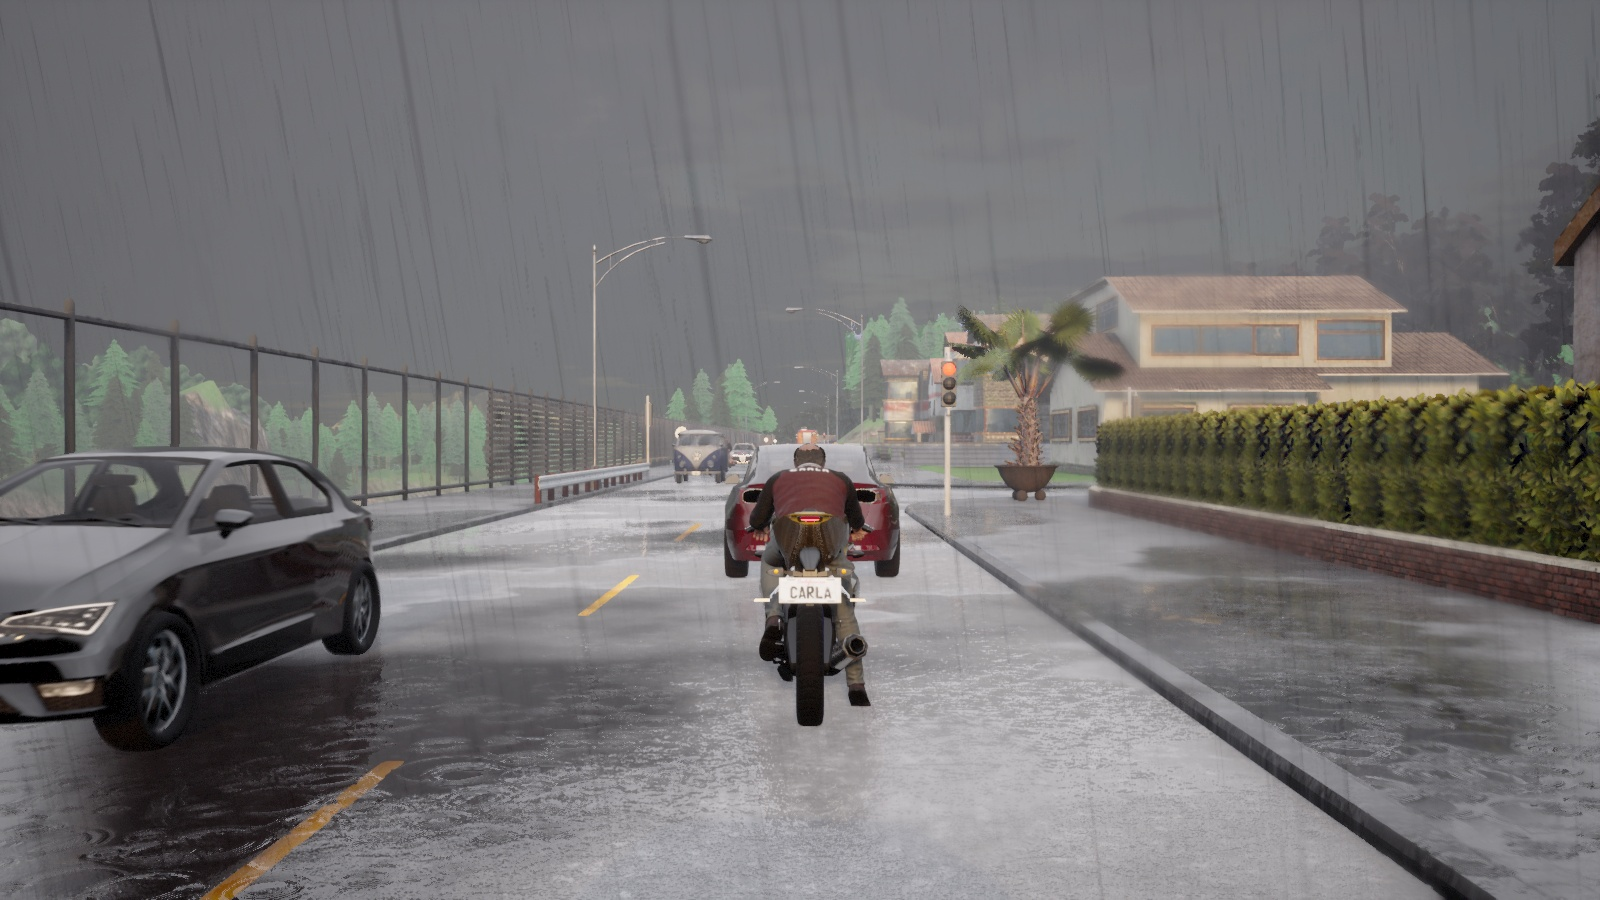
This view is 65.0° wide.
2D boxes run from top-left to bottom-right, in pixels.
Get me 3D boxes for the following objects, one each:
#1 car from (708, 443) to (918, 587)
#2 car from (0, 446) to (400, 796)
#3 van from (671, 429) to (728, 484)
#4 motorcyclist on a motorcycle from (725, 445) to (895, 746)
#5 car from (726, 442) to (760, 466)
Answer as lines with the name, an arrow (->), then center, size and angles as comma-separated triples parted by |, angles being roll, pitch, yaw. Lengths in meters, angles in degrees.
car -> 0.124, 0.660, 15.372 | 2.163, 1.488, 4.792 | 0, 0, 0
car -> -3.944, 0.715, 7.410 | 1.816, 1.474, 4.193 | 0, 0, 0
van -> -3.723, 0.229, 47.275 | 1.775, 1.987, 4.442 | 0, 0, 0
motorcyclist on a motorcycle -> 0.056, 0.739, 7.498 | 0.866, 1.530, 2.191 | 0, 0, 0
car -> -3.548, 0.262, 79.204 | 1.970, 1.475, 3.806 | 0, 0, 0
